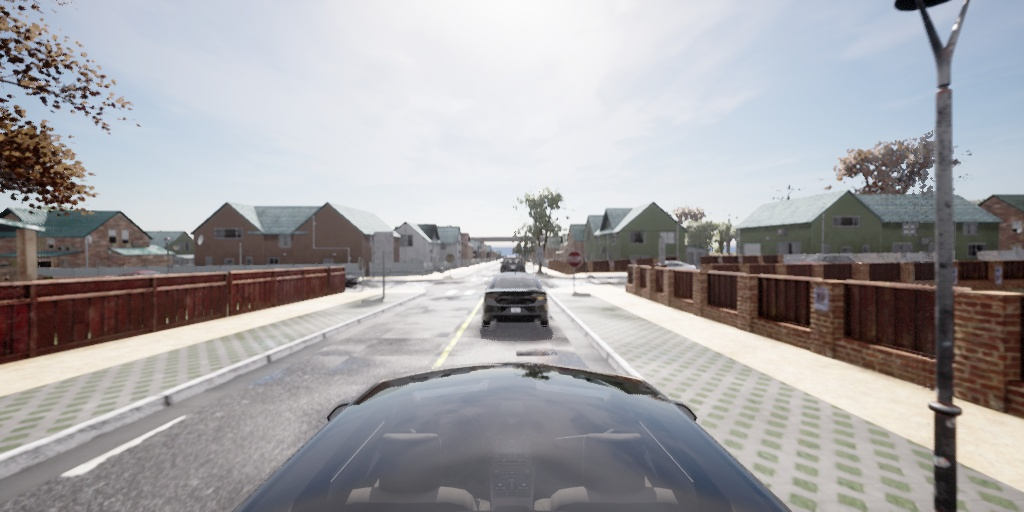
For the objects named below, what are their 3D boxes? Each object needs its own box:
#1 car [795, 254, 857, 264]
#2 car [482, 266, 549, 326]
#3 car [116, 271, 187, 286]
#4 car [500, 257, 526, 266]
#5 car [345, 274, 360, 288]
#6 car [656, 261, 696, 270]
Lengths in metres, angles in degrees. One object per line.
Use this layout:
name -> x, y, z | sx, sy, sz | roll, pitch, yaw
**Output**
car -> 24.362, 0.723, 28.212 | 4.553, 1.767, 2.097 | -1, 1, 0
car -> 0.098, 1.273, 11.907 | 1.882, 1.535, 5.008 | 0, 0, 0
car -> -25.422, 1.783, 24.974 | 5.008, 1.535, 1.882 | -1, 1, 0
car -> 0.083, 1.096, 32.458 | 2.150, 2.045, 5.566 | 0, -1, 0
car -> -13.284, 1.577, 25.043 | 5.008, 1.535, 1.882 | -1, 1, 0
car -> 12.031, 1.116, 28.139 | 4.674, 1.442, 1.812 | -1, 1, 0
